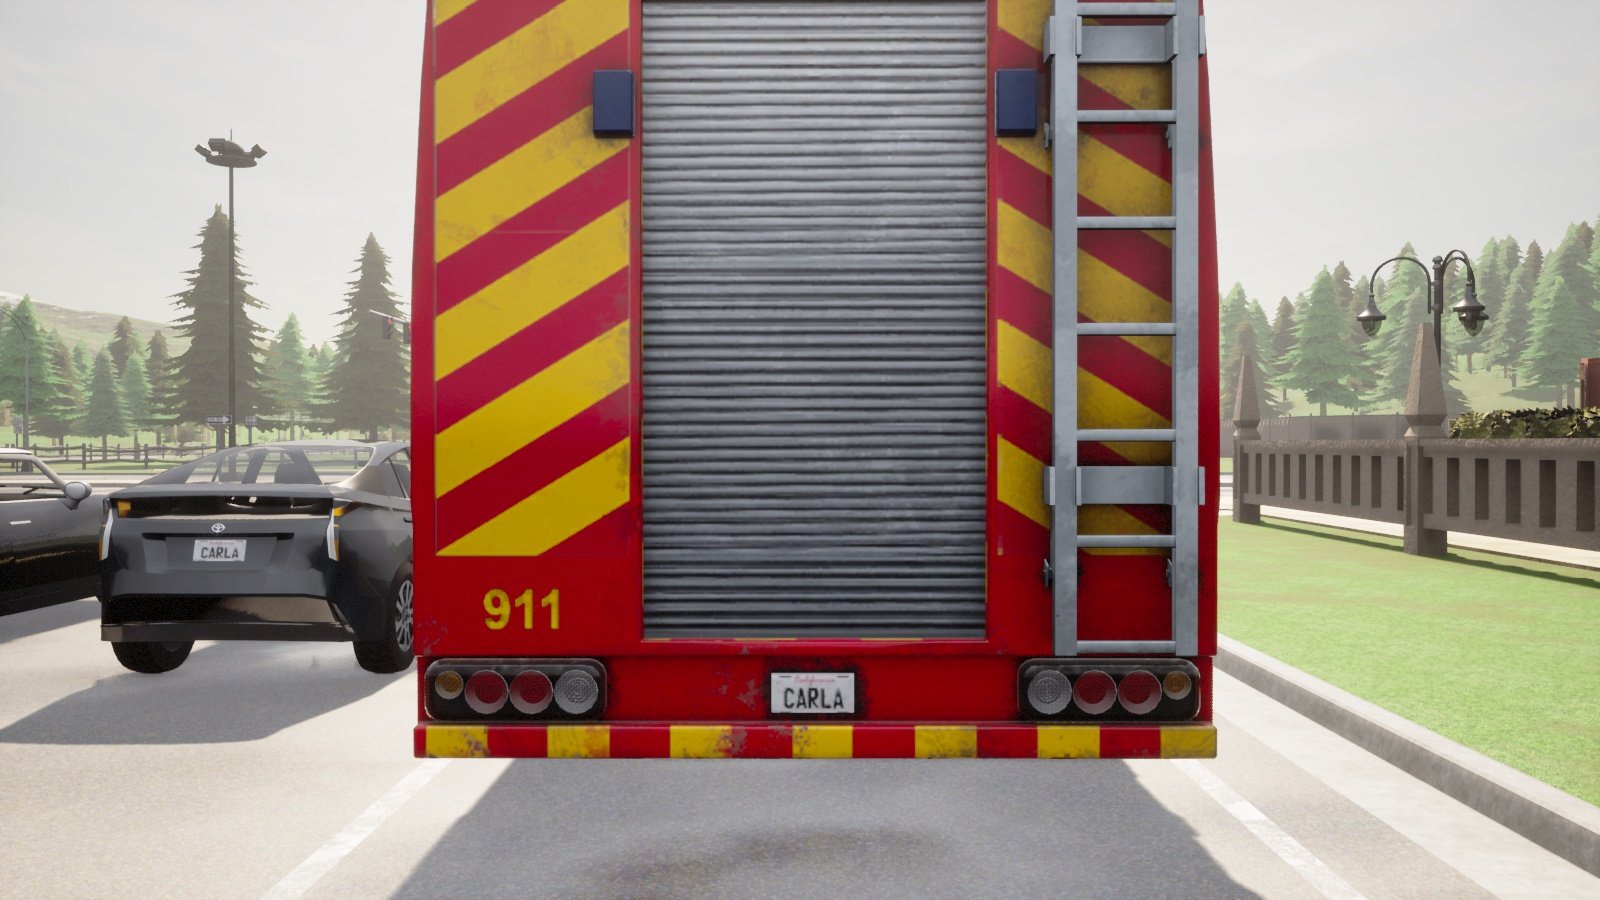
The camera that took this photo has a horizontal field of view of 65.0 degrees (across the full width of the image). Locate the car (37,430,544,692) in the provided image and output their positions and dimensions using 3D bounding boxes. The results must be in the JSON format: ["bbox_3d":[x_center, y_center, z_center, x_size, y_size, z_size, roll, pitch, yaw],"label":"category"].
[{"bbox_3d":[-3.430,0.636,9.573,2.007,1.525,4.514,0,0,0],"label":"car"}]

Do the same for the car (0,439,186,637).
[{"bbox_3d":[-6.926,0.649,10.229,1.970,1.475,3.806,0,0,0],"label":"car"}]

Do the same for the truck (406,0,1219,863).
[{"bbox_3d":[0.066,-0.467,8.703,2.891,3.827,8.468,0,0,0],"label":"truck"}]
